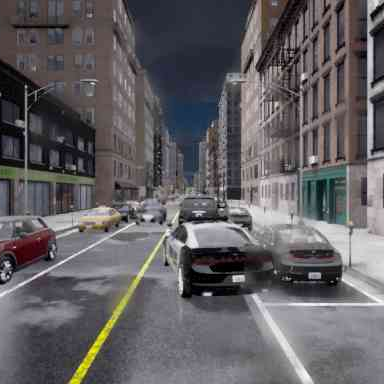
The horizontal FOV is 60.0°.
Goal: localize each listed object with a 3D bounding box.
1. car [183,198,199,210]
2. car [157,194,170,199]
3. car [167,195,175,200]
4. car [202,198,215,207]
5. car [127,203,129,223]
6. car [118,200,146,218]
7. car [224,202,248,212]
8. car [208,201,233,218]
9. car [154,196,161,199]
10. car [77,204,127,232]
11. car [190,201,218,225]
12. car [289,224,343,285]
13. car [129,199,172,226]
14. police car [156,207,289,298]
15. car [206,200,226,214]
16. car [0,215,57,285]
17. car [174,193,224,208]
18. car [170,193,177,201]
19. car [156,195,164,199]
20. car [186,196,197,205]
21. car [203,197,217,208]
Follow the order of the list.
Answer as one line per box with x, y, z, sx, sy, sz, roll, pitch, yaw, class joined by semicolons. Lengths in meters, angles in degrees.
-0.095;1.539;45.325;2.033;1.411;5.357;0;0;0;car
-5.524;1.297;57.986;2.192;1.841;5.009;0;0;0;car
-5.600;1.502;89.904;1.887;1.381;4.507;0;0;0;car
2.514;1.568;52.584;1.802;1.307;4.206;0;0;0;car
-5.447;1.564;25.510;1.947;1.339;4.313;0;0;0;car
-5.459;1.523;30.753;1.752;1.417;4.829;0;0;0;car
2.591;1.549;20.107;2.008;1.369;4.403;0;0;0;car
2.566;1.563;30.933;1.947;1.339;4.313;0;0;0;car
-5.485;1.544;41.748;2.008;1.369;4.403;0;0;0;car
-5.433;1.524;19.927;1.752;1.417;4.829;0;0;0;car
0.768;1.476;24.806;1.882;1.535;5.008;0;0;0;car
2.617;1.550;9.282;2.008;1.369;4.403;0;0;0;car
-2.805;1.489;23.565;2.128;1.511;4.902;0;0;0;car
0.362;1.424;8.790;1.930;1.638;5.238;0;0;-12;police car
2.553;1.562;36.345;1.947;1.339;4.313;0;0;0;car
-5.408;1.440;9.272;1.967;1.590;4.097;0;0;0;car
0.439;1.221;18.875;2.150;2.045;5.566;0;0;2;car
-5.587;1.513;84.450;2.008;1.369;4.403;0;0;0;car
-5.498;1.541;47.161;2.008;1.369;4.403;0;0;0;car
-0.140;1.507;59.349;1.812;1.442;4.674;0;0;0;car
2.527;1.515;47.341;1.752;1.417;4.829;0;0;0;car
